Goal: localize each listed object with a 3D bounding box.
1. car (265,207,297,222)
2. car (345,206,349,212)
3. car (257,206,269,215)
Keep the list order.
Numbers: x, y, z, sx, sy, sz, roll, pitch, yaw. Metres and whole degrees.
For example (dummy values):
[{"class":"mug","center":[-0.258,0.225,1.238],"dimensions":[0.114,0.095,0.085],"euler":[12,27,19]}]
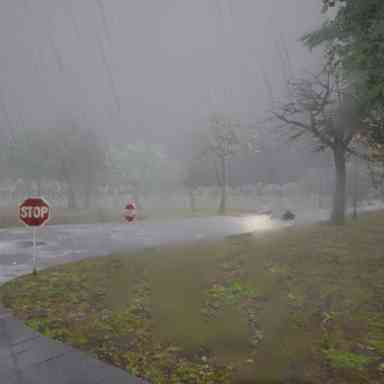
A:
[{"class":"car","center":[11.613,2.989,41.989],"dimensions":[2.033,1.411,5.357],"euler":[1,-1,36]},{"class":"car","center":[39.337,4.259,86.447],"dimensions":[1.882,1.535,5.008],"euler":[1,-1,36]},{"class":"car","center":[12.396,3.150,55.046],"dimensions":[2.128,1.511,4.902],"euler":[1,-1,36]}]
